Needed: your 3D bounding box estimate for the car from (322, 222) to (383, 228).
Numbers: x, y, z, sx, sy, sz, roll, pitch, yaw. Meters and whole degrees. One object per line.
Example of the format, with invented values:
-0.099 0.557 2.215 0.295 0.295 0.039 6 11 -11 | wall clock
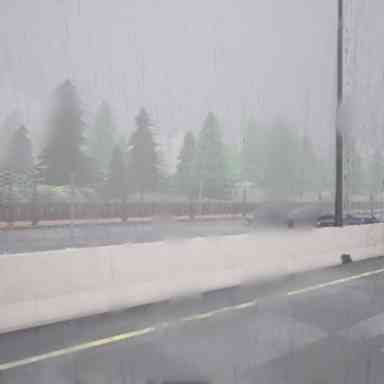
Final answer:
9.201 1.852 19.165 4.718 1.301 1.895 1 -1 -36 | car
